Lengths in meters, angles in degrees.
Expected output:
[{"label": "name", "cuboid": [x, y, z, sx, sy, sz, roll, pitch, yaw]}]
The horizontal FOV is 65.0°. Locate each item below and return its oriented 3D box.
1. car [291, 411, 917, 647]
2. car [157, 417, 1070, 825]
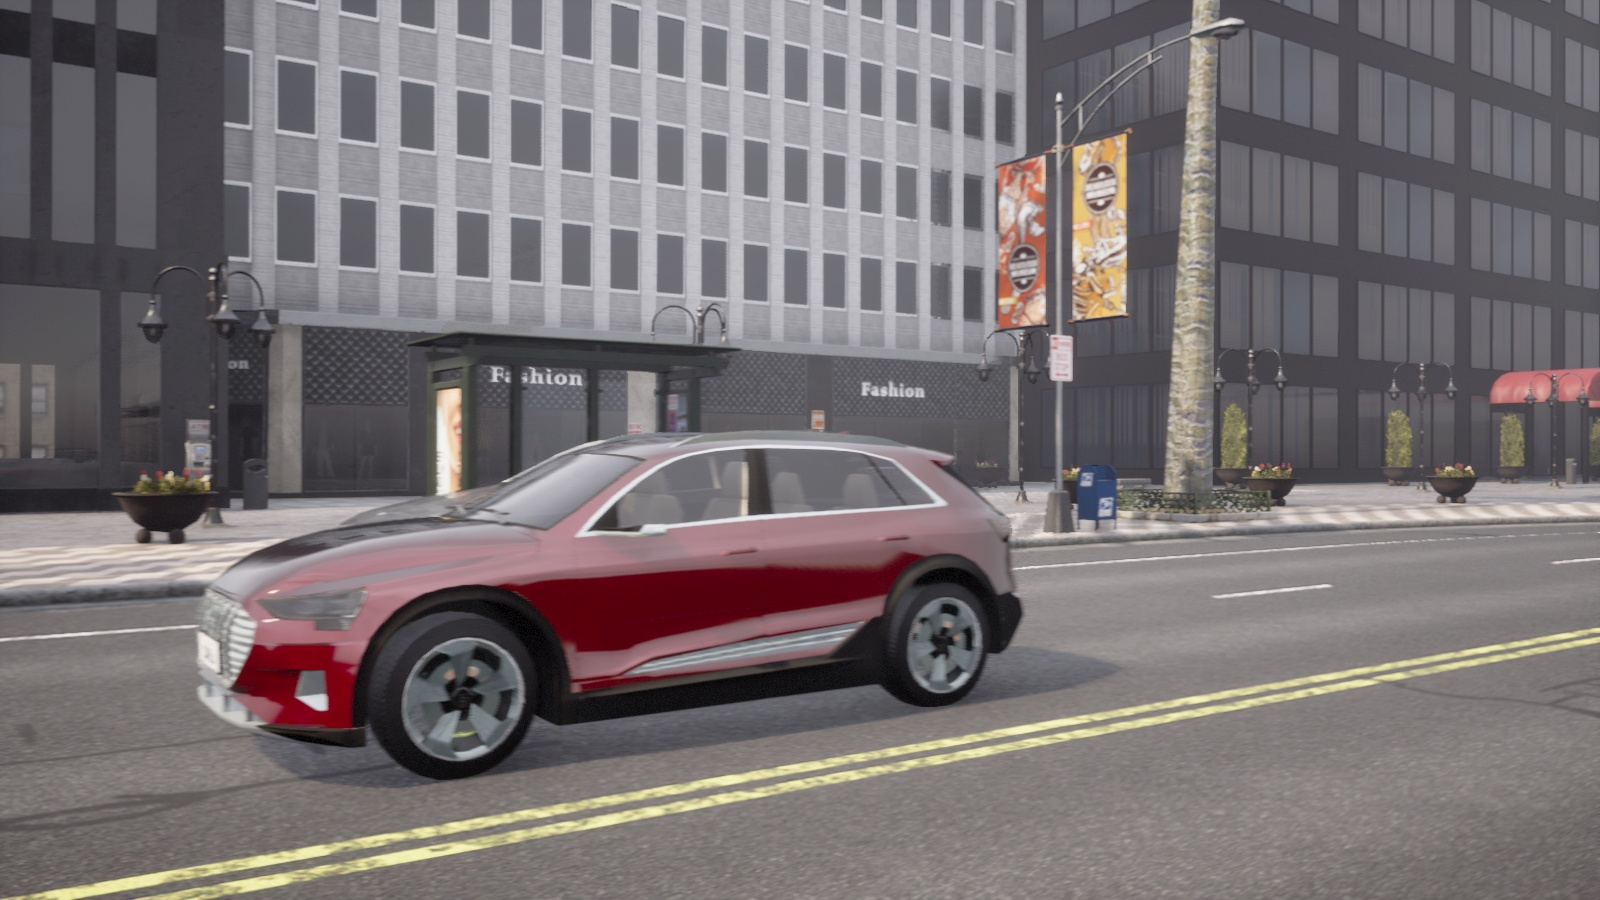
[{"label": "car", "cuboid": [-1.591, 0.554, 11.082, 5.027, 1.651, 2.152, 0, 0, -35]}, {"label": "car", "cuboid": [-0.885, 0.695, 7.308, 4.856, 1.649, 2.033, 0, 0, -35]}]
